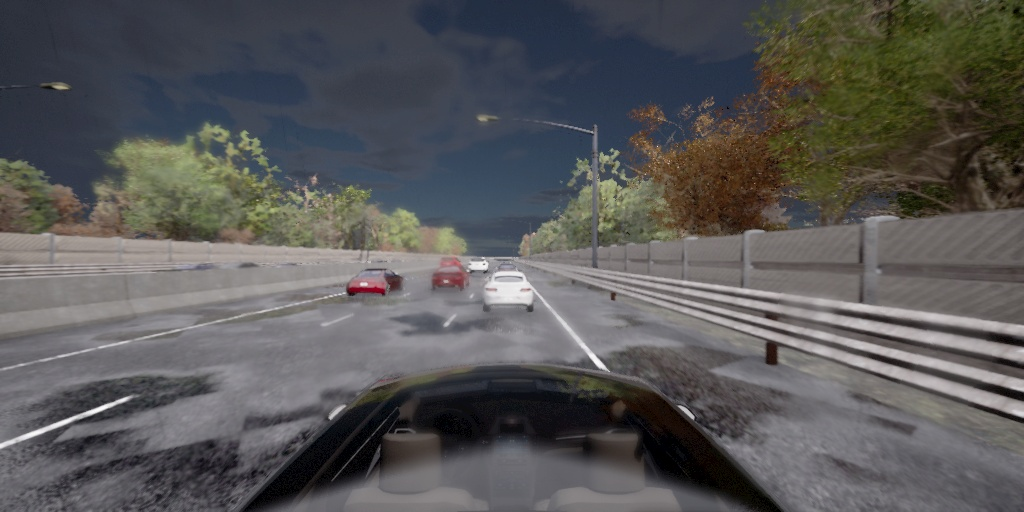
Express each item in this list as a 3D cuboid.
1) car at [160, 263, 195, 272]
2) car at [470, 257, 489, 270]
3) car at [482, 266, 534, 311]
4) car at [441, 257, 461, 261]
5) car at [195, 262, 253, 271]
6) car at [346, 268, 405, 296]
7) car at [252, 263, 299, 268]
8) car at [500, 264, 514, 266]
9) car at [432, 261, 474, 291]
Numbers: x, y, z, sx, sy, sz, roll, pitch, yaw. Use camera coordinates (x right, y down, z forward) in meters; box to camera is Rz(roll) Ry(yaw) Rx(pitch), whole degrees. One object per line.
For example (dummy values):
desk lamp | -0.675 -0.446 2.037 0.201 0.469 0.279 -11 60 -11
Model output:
car | -25.072 1.285 28.369 2.033 1.411 5.357 0 0 -1
car | -4.164 1.139 45.299 2.150 2.045 5.566 0 0 -1
car | -0.145 1.324 14.588 1.812 1.442 4.674 0 0 -1
car | -7.659 1.120 44.881 2.150 2.045 5.566 0 0 -1
car | -21.566 1.231 28.147 1.882 1.535 5.008 0 0 -1
car | -7.227 1.348 19.420 1.994 1.385 4.181 0 0 -1
car | -18.076 1.336 28.626 1.994 1.385 4.181 0 0 -1
car | -0.484 1.426 33.695 2.033 1.411 5.357 0 0 -1
car | -3.784 1.292 22.822 1.882 1.535 5.008 0 0 -1
